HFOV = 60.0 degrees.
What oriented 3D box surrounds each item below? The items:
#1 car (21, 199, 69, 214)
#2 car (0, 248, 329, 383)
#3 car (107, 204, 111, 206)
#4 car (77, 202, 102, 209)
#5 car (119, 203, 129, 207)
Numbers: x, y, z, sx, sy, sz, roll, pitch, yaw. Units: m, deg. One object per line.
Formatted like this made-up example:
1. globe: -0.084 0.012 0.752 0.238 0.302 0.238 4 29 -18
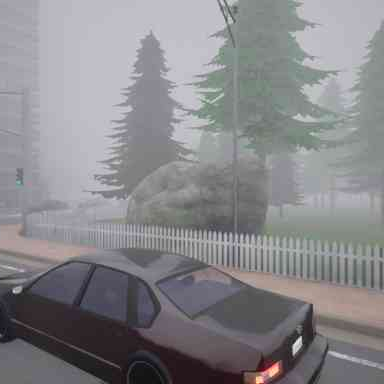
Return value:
1. car: -15.235 1.492 34.907 2.033 1.411 5.357 0 0 17
2. car: -1.015 1.547 4.712 5.357 1.411 2.033 0 0 35
3. car: -14.325 1.296 54.186 2.097 1.767 4.553 0 0 -12
4. car: -13.573 1.545 44.400 1.895 1.301 4.718 0 0 3
5. car: -10.002 1.470 50.752 1.812 1.442 4.674 0 0 -5
